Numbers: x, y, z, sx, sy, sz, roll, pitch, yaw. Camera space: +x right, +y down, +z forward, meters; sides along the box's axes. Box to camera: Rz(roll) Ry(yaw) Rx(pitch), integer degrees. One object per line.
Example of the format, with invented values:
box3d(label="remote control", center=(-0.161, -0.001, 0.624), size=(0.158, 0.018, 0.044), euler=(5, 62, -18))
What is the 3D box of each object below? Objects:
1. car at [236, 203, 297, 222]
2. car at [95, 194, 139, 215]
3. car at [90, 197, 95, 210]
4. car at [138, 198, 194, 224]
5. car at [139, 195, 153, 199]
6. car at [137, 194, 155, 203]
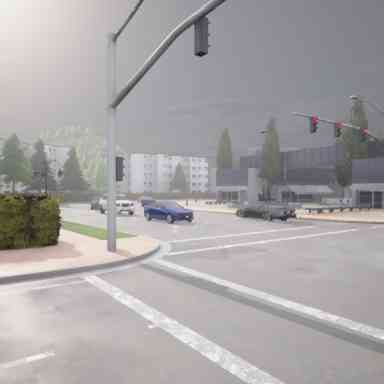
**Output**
box3d(label="car", center=(5.765, 1.547, 26.439), size=(2.033, 1.411, 5.357), euler=(0, 0, -31))
box3d(label="car", center=(-7.659, 1.221, 33.513), size=(2.150, 2.045, 5.566), euler=(0, 0, -32))
box3d(label="car", center=(-11.973, 1.352, 42.899), size=(2.097, 1.767, 4.553), euler=(0, 0, -17))
box3d(label="car", center=(-1.850, 1.478, 25.334), size=(1.882, 1.535, 5.008), euler=(0, 0, -37))
box3d(label="car", center=(-6.683, 1.477, 50.653), size=(1.882, 1.535, 5.008), euler=(0, 0, -11))
box3d(label="car", center=(-9.346, 1.352, 68.092), size=(2.097, 1.767, 4.553), euler=(0, 0, 15))
